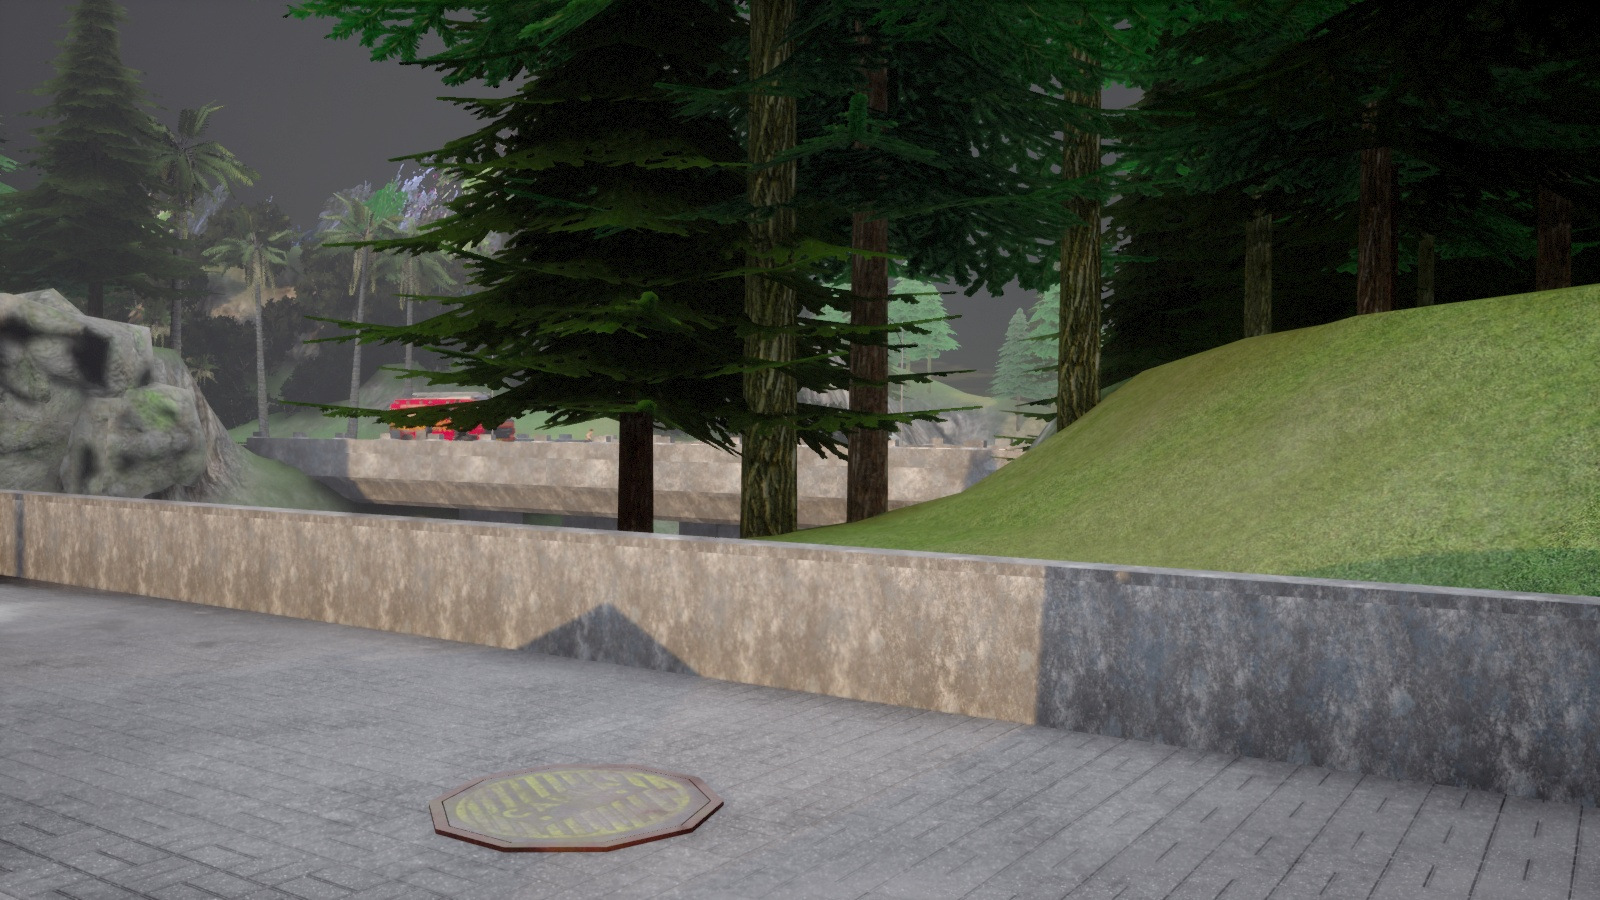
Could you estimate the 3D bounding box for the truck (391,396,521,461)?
[{"bbox_3d":[-21.358,-1.302,77.806,8.468,3.827,2.891,0,1,34],"label":"truck"}]
